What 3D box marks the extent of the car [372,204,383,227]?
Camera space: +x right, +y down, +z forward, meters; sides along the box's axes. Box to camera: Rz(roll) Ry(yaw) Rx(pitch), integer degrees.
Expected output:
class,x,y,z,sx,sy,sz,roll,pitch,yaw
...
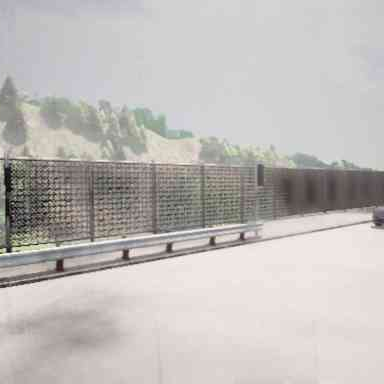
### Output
class,x,y,z,sx,sy,sz,roll,pitch,yaw
car,11.131,0.989,17.277,4.892,1.490,1.837,-2,2,-39
